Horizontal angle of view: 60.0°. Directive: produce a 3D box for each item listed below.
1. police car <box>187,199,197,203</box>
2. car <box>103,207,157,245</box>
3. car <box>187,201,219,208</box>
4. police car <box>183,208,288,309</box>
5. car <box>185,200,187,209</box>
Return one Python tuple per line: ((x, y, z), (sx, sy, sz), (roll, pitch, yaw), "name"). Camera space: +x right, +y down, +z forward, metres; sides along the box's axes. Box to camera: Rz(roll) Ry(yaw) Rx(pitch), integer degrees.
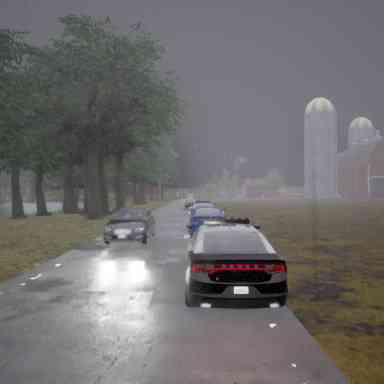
((0.791, 1.443, 24.108), (1.930, 1.638, 5.238), (0, 0, 0), "police car")
((-2.774, 1.499, 15.665), (2.128, 1.511, 4.902), (0, 0, 0), "car")
((0.799, 1.487, 17.998), (1.882, 1.535, 5.008), (0, 0, 0), "car")
((0.813, 1.428, 8.107), (1.930, 1.638, 5.238), (0, 0, 0), "police car")
((-0.040, 1.700, 47.064), (1.895, 1.301, 4.718), (0, 0, 1), "car")
